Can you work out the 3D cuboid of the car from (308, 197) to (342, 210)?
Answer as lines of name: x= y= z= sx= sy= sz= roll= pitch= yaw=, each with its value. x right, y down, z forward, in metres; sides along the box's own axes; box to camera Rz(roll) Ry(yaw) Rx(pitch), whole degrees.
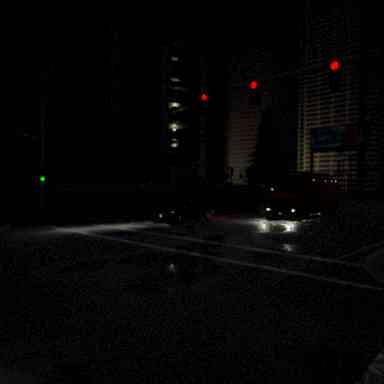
car: x=16.656 y=1.415 z=41.478 sx=2.033 sy=1.411 sz=5.357 roll=1 pitch=1 yaw=44

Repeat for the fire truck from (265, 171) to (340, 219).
fire truck: x=9.779 y=0.240 z=29.005 sx=2.891 sy=3.827 sz=8.468 roll=1 pitch=1 yaw=44

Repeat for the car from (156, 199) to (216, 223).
car: x=-0.362 y=1.294 z=23.564 sx=2.128 sy=1.511 sz=4.902 roll=1 pitch=1 yaw=44
